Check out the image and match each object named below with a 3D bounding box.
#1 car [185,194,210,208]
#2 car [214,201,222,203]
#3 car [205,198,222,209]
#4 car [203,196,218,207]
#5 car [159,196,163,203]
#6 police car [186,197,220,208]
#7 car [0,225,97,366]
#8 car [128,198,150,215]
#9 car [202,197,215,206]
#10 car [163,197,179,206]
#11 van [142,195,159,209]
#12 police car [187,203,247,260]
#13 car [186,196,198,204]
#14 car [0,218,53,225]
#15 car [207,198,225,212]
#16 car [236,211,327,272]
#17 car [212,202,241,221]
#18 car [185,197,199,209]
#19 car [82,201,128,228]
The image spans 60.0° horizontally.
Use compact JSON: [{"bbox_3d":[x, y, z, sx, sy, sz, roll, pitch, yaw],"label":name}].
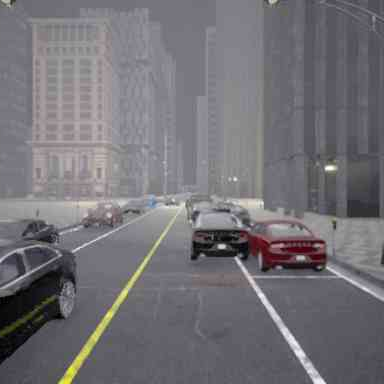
[{"bbox_3d":[0.679,1.204,28.445,2.150,2.045,5.566,0,0,0],"label":"car"},{"bbox_3d":[2.762,1.537,21.960,2.008,1.369,4.403,0,0,0],"label":"car"},{"bbox_3d":[2.764,1.513,44.523,2.008,1.369,4.403,0,0,0],"label":"car"},{"bbox_3d":[2.765,1.395,50.165,1.967,1.590,4.097,0,0,0],"label":"car"},{"bbox_3d":[-5.760,1.489,61.446,2.008,1.369,4.403,0,0,0],"label":"car"},{"bbox_3d":[0.775,1.412,22.497,1.930,1.638,5.238,0,0,-2],"label":"police car"},{"bbox_3d":[-3.098,1.489,4.488,2.128,1.511,4.902,0,0,0],"label":"car"},{"bbox_3d":[-5.762,1.542,33.241,1.947,1.339,4.313,0,0,0],"label":"car"},{"bbox_3d":[2.765,1.497,55.806,2.008,1.369,4.403,0,0,0],"label":"car"},{"bbox_3d":[-2.999,1.519,51.629,1.994,1.385,4.181,0,0,0],"label":"car"},{"bbox_3d":[-5.762,1.304,44.523,1.690,1.788,3.998,0,0,0],"label":"van"},{"bbox_3d":[0.889,1.420,12.525,1.930,1.638,5.238,0,0,0],"label":"police car"},{"bbox_3d":[0.005,1.501,62.053,1.994,1.385,4.181,0,0,0],"label":"car"},{"bbox_3d":[-5.764,1.560,10.677,1.947,1.339,4.313,0,0,0],"label":"car"},{"bbox_3d":[2.764,1.495,39.053,1.752,1.417,4.829,0,0,0],"label":"car"},{"bbox_3d":[2.761,1.539,10.679,1.887,1.381,4.507,0,0,0],"label":"car"},{"bbox_3d":[2.763,1.548,27.601,1.947,1.339,4.313,0,0,0],"label":"car"},{"bbox_3d":[0.016,1.465,47.394,1.837,1.490,4.892,0,1,0],"label":"car"},{"bbox_3d":[-5.763,1.427,21.959,1.967,1.590,4.097,0,0,0],"label":"car"}]
